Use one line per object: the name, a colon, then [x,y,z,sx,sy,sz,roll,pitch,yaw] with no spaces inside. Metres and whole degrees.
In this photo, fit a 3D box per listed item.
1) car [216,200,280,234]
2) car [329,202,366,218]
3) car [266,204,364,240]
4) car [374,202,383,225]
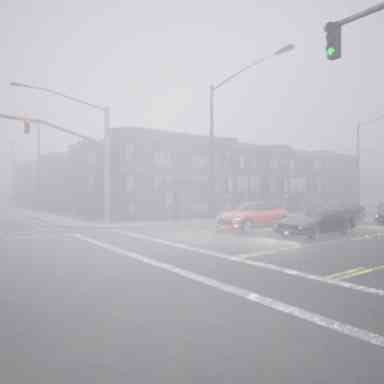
car: [3.555,1.344,19.442,4.553,1.767,2.097,0,0,-35]
car: [11.010,1.478,24.738,4.902,1.511,2.128,0,0,-35]
car: [6.530,1.538,17.296,5.357,1.411,2.033,0,0,-38]
car: [14.807,1.532,23.150,5.357,1.411,2.033,0,0,-36]
